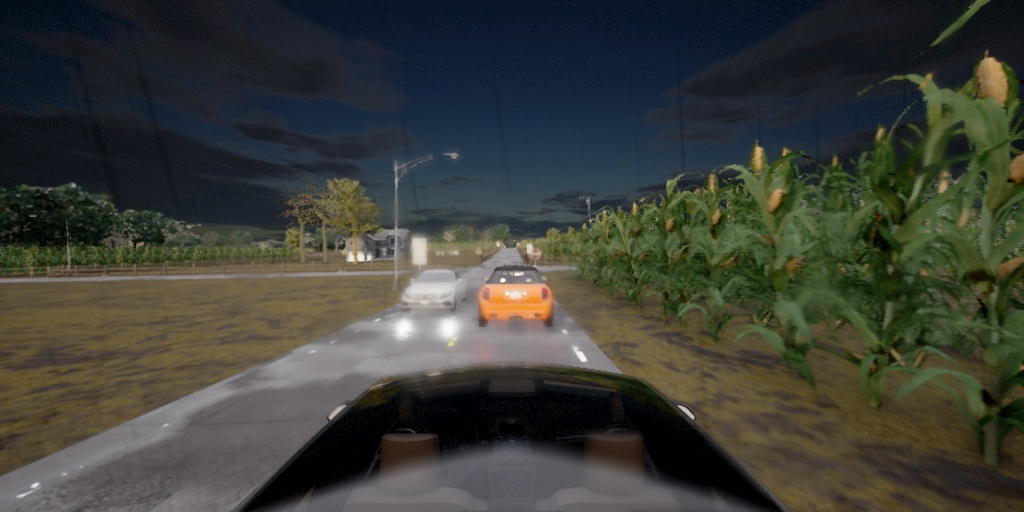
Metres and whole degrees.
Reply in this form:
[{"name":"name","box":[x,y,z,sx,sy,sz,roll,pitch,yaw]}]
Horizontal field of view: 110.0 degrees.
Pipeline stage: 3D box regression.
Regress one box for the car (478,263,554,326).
[{"name":"car","box":[0.109,1.074,11.715,2.097,1.767,4.553,0,0,0]}]

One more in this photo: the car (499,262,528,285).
[{"name":"car","box":[0.114,1.168,25.649,1.895,1.301,4.718,0,1,0]}]

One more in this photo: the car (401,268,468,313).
[{"name":"car","box":[-2.831,1.233,13.981,1.812,1.442,4.674,0,0,0]}]
